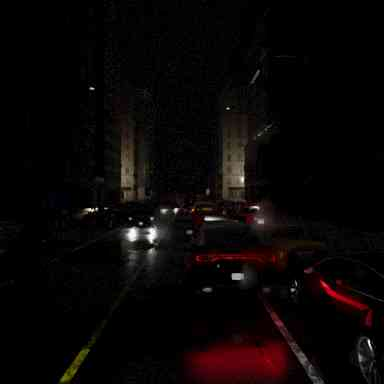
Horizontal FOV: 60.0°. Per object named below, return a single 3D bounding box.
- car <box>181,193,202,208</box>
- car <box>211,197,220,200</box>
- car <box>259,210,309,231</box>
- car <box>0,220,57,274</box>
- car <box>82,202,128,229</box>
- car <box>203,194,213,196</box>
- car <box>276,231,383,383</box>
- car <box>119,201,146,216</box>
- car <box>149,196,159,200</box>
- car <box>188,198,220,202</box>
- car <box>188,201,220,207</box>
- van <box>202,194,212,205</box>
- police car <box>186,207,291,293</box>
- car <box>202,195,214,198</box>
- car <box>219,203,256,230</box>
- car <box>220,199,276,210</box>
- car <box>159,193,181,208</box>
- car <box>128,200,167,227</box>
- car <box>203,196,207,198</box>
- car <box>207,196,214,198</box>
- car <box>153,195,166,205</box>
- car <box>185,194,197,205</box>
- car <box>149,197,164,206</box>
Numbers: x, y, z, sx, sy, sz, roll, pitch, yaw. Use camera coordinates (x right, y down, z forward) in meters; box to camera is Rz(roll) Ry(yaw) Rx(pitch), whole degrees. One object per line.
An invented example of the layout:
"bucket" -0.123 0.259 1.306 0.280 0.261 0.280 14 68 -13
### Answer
"car" -0.087 1.348 46.854 2.097 1.767 4.553 0 0 0
"car" 2.800 1.438 27.084 1.967 1.590 4.097 0 0 0
"car" 2.835 1.525 10.683 1.752 1.417 4.829 0 0 0
"car" -5.691 1.581 10.477 1.802 1.307 4.206 0 0 0
"car" -5.714 1.543 21.527 1.887 1.381 4.507 0 0 0
"car" 2.742 1.310 54.702 2.192 1.841 5.009 0 0 0
"car" 2.847 1.566 4.990 1.947 1.339 4.313 0 0 0
"car" -5.737 1.563 32.577 1.947 1.339 4.313 0 0 0
"car" -5.773 1.578 49.152 1.802 1.307 4.206 0 0 0
"car" 0.847 1.476 24.889 1.882 1.535 5.008 0 0 0
"car" 0.860 1.477 18.889 1.882 1.535 5.008 0 0 0
"van" 2.730 1.336 60.226 1.690 1.788 3.998 0 0 0
"police car" 0.880 1.425 8.999 1.930 1.638 5.238 0 0 0
"car" 2.753 1.562 49.178 1.947 1.339 4.313 0 0 0
"car" 2.811 1.524 21.730 1.752 1.417 4.829 0 0 0
"car" 2.824 1.314 16.036 2.192 1.841 5.009 0 0 0
"car" -3.105 1.216 48.978 2.150 2.045 5.566 0 0 0
"car" -3.148 1.545 23.120 2.033 1.411 5.357 0 0 0
"car" 2.765 1.547 43.655 2.008 1.369 4.403 0 0 0
"car" 2.788 1.437 32.607 1.967 1.590 4.097 0 0 0
"car" -5.796 1.435 60.202 1.967 1.590 4.097 0 0 0
"car" -0.129 1.347 60.259 2.097 1.767 4.553 0 0 0
"car" -5.784 1.561 54.677 1.947 1.339 4.313 0 0 0
